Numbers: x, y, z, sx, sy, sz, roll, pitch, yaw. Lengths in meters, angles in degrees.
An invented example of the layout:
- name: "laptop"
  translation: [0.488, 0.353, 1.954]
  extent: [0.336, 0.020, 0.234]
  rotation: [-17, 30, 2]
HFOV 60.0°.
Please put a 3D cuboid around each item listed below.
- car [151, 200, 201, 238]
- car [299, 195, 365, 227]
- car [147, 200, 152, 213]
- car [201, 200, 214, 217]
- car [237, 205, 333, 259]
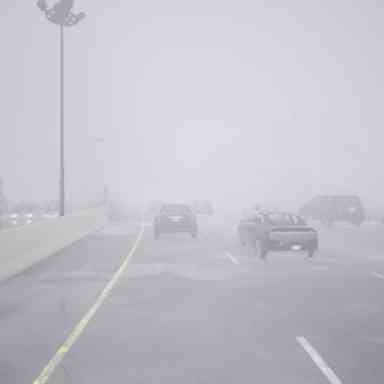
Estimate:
- name: "car"
  translation: [-0.983, 1.346, 17.938]
  extent: [2.097, 1.767, 4.553]
  rotation: [0, 0, -6]
- name: "car"
  translation: [9.132, 1.191, 22.250]
  extent: [2.150, 2.045, 5.566]
  rotation: [0, 0, -7]
- name: "car"
  translation: [-3.897, 1.539, 36.932]
  extent: [2.033, 1.411, 5.357]
  rotation: [0, 0, -12]
- name: "car"
  translation: [0.732, 1.476, 31.170]
  extent: [2.128, 1.511, 4.902]
  rotation: [0, 0, -9]
- name: "car"
  translation: [3.008, 1.479, 12.568]
  extent: [2.128, 1.511, 4.902]
  rotation: [0, 0, -4]
